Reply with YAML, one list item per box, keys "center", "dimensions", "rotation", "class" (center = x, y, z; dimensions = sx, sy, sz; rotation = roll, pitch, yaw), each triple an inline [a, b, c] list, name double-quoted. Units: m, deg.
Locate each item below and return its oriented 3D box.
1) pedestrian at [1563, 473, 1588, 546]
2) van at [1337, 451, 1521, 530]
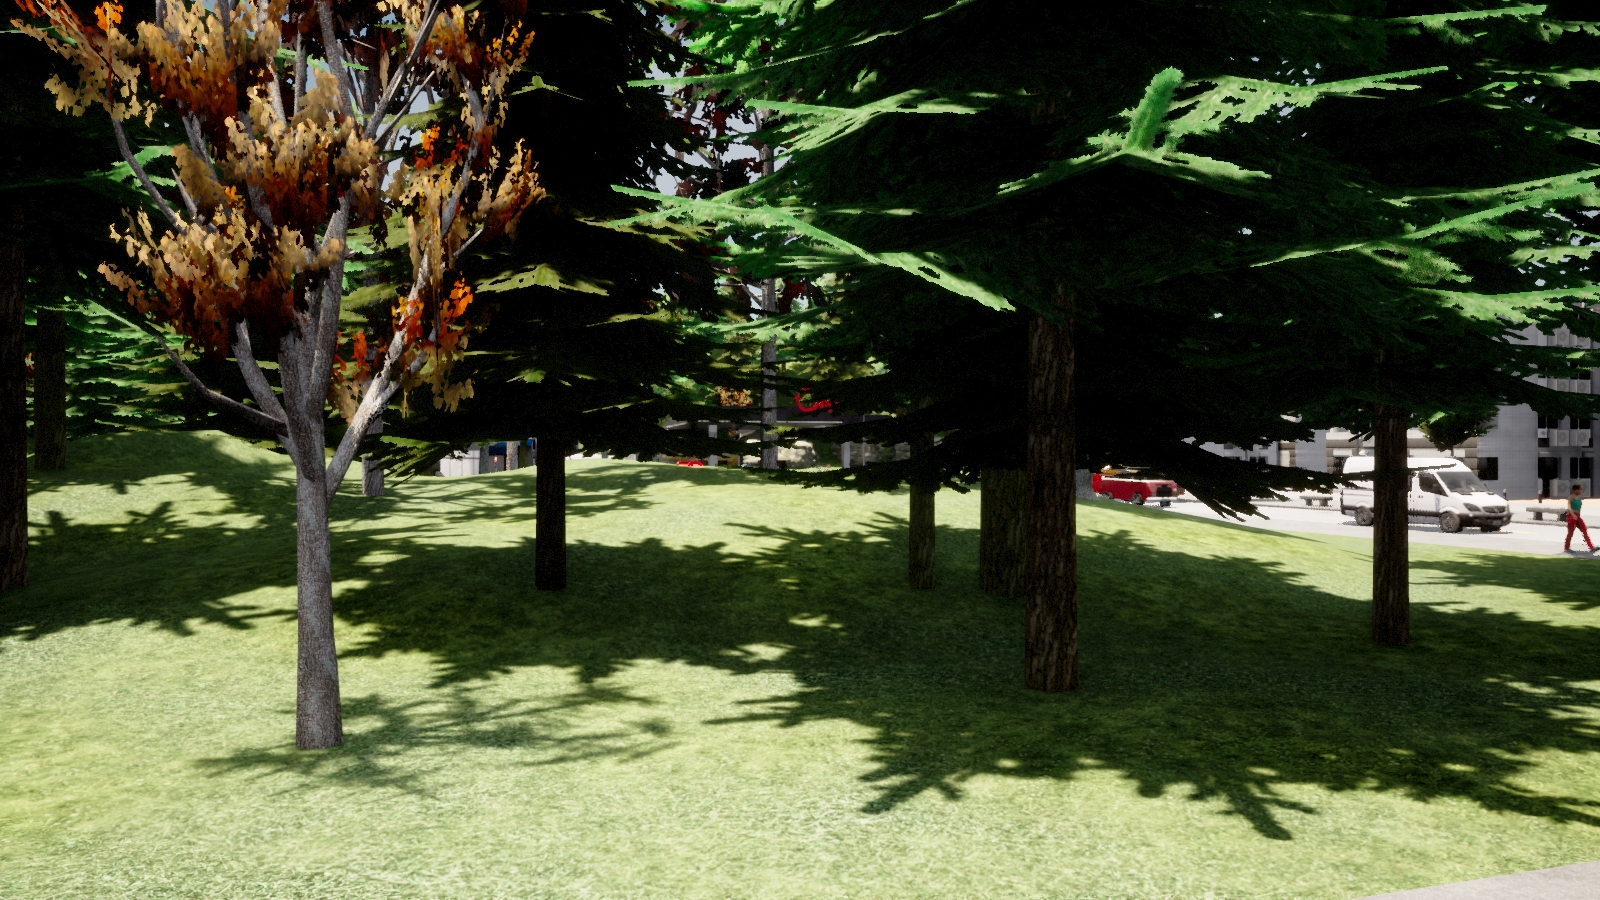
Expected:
- center: [20.023, 1.523, 29.508]
  dimensions: [0.375, 1.860, 0.375]
  rotation: [0, 0, -18]
  class: "pedestrian"
- center: [21.988, 1.314, 40.324]
  dimensions: [1.988, 2.561, 5.915]
  rotation: [0, 0, -18]
  class: "van"
